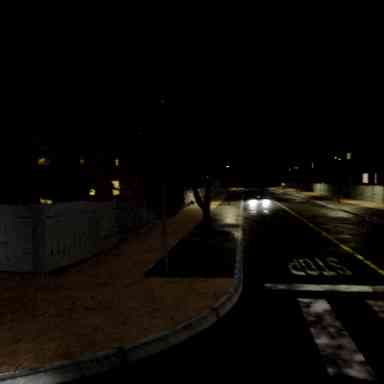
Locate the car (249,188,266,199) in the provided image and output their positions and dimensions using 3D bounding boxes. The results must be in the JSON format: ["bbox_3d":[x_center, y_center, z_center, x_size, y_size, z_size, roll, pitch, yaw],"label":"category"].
[{"bbox_3d":[7.852,0.150,39.864,1.895,1.301,4.718,-1,2,9],"label":"car"}]
